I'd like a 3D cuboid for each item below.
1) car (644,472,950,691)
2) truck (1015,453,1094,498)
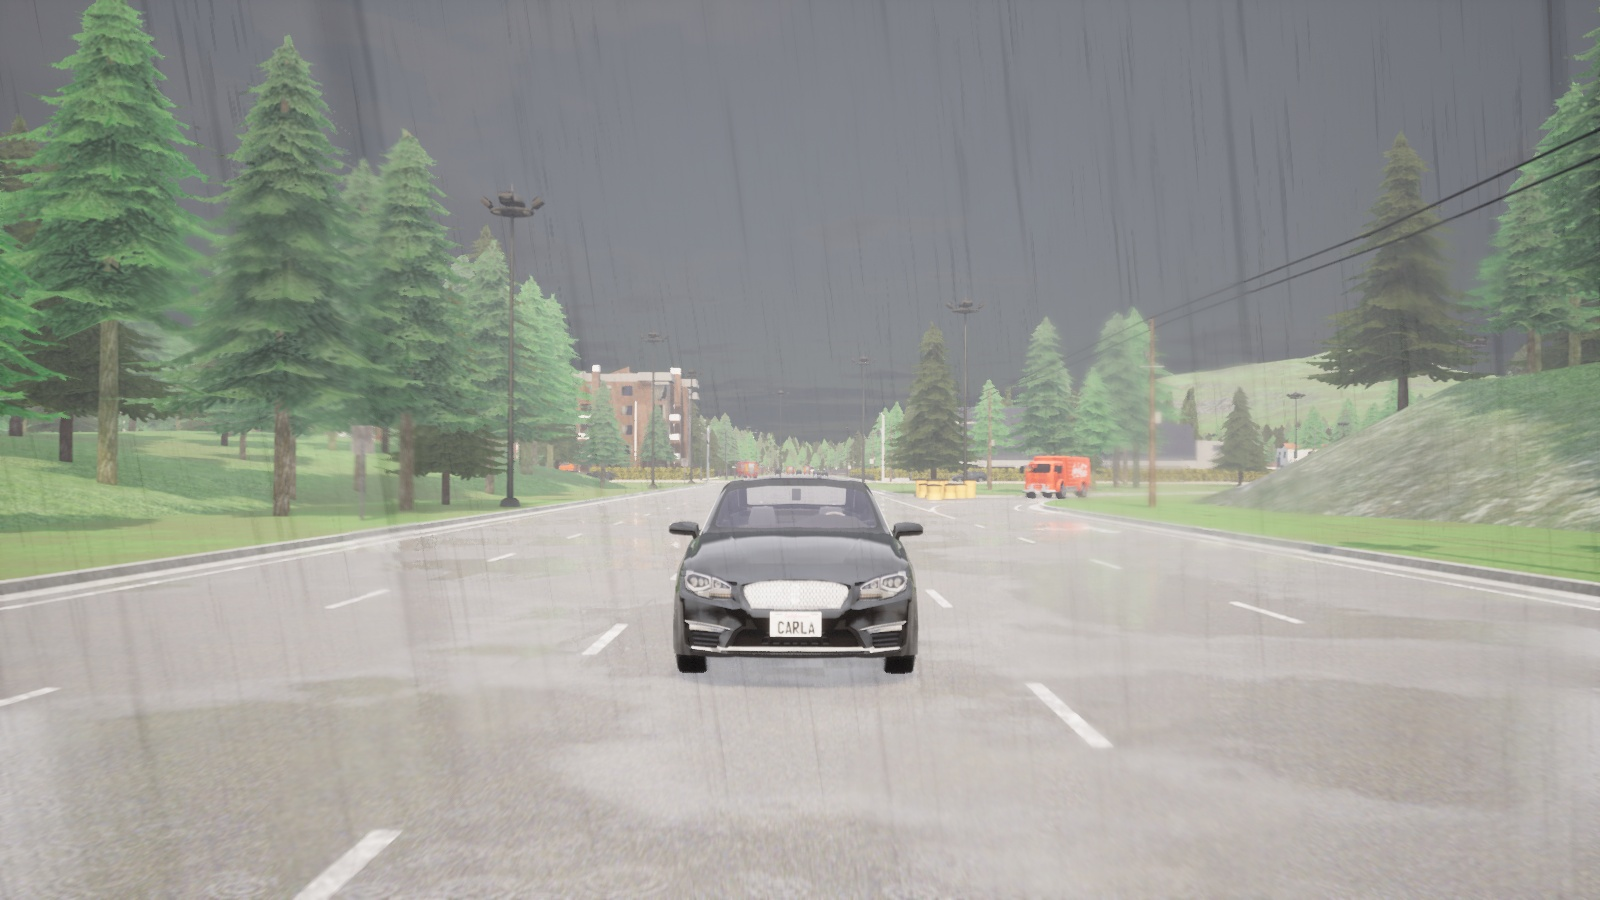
[{"bbox_3d":[-0.027,0.954,11.194,2.128,1.511,4.902,0,-1,0],"label":"car"},{"bbox_3d":[14.794,1.464,72.760,2.627,2.467,5.204,-1,-1,34],"label":"truck"}]
